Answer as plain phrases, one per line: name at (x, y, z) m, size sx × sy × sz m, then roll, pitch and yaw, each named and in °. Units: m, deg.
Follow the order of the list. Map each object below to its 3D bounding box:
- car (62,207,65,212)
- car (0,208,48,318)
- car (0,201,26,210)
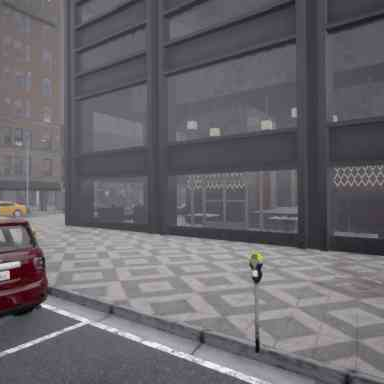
car at (-12.461, 1.793, 39.157) m, size 2.033 × 1.411 × 5.357 m, roll -1°, pitch -1°, yaw 35°
car at (-4.743, 1.316, 6.248) m, size 5.009 × 1.841 × 2.192 m, roll 0°, pitch -1°, yaw 36°
car at (-18.234, 1.641, 31.175) m, size 1.882 × 1.535 × 5.008 m, roll -1°, pitch -1°, yaw 36°
